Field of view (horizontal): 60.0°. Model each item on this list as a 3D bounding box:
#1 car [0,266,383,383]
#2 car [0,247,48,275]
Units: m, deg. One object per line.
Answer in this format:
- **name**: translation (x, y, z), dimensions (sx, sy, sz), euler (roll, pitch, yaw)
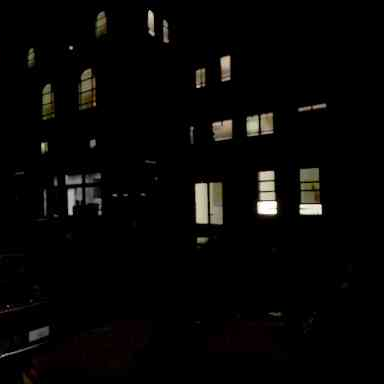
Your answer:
- **car**: translation (0.582, 1.533, 2.476), dimensions (4.829, 1.417, 1.752), euler (-1, -1, 36)
- **car**: translation (-3.739, 1.609, 5.558), dimensions (4.403, 1.369, 2.008), euler (-1, -1, 36)
